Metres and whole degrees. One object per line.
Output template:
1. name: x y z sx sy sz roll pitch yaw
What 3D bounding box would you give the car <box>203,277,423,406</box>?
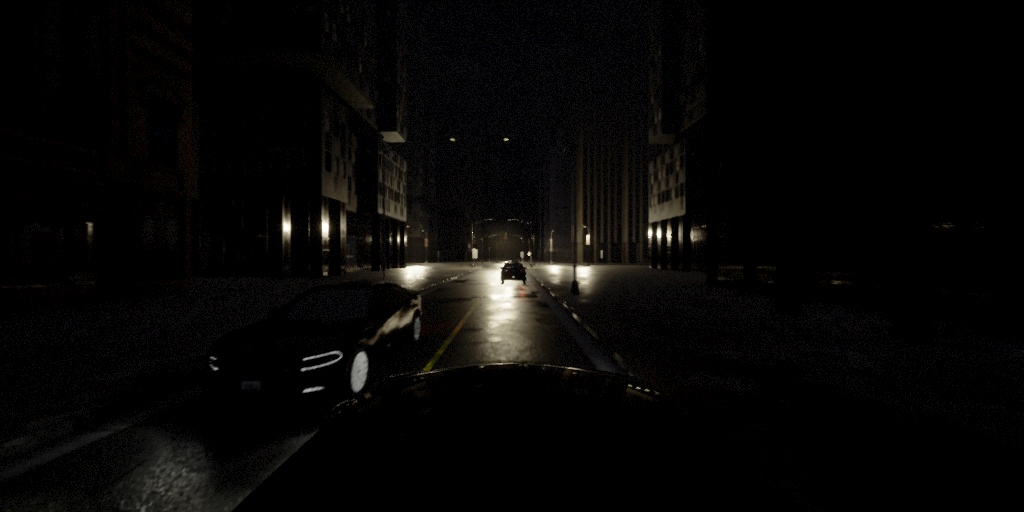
1. car: -3.091 1.230 6.742 1.882 1.535 5.008 0 1 0

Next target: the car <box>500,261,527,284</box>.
1. car: 0.105 1.245 27.292 2.128 1.511 4.902 0 0 0
